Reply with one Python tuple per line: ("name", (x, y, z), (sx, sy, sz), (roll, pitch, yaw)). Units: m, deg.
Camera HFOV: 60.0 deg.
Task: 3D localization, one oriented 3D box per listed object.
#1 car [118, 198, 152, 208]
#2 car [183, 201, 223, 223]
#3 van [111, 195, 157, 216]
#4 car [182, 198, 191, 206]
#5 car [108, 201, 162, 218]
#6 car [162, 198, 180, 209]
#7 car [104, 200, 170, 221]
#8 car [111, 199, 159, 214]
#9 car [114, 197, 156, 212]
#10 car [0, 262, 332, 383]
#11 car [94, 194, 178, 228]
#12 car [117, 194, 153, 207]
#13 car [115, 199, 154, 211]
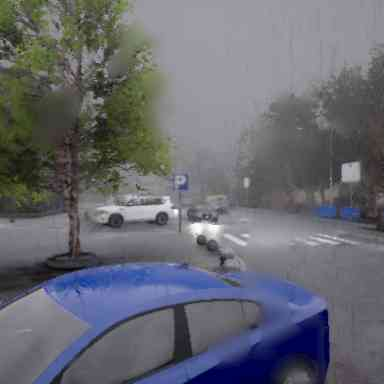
("car", (-9.034, 1.721, 52.871), (4.792, 1.488, 2.163), (0, -1, -30))
("car", (0.803, 1.698, 26.995), (1.994, 1.385, 4.181), (0, 0, -10))
("van", (-6.082, 1.391, 35.033), (4.442, 1.987, 1.878), (0, 0, -30))
("car", (-1.061, 1.876, 61.683), (1.994, 1.385, 4.181), (0, 0, -10))
("car", (-5.469, 1.645, 32.137), (4.674, 1.452, 2.002), (0, 0, -30))
("car", (-3.215, 1.722, 50.452), (2.128, 1.511, 4.902), (0, 0, -10))
("car", (-4.782, 1.589, 29.272), (5.366, 1.575, 1.946), (0, 0, -30))
("car", (-6.490, 1.628, 38.053), (5.008, 1.535, 2.097), (0, 0, -30))
("car", (-7.044, 1.514, 41.005), (4.553, 1.767, 2.185), (0, 0, -30))
("car", (-0.758, 1.485, 2.900), (5.008, 1.535, 1.882), (1, 1, -38))
("car", (-3.917, 1.319, 23.238), (5.566, 2.045, 2.435), (0, 0, -30))
("car", (-9.544, 1.455, 55.829), (5.566, 2.045, 2.435), (0, -1, -30))
("car", (-7.526, 1.692, 43.974), (4.674, 1.452, 2.002), (0, 0, -30))
